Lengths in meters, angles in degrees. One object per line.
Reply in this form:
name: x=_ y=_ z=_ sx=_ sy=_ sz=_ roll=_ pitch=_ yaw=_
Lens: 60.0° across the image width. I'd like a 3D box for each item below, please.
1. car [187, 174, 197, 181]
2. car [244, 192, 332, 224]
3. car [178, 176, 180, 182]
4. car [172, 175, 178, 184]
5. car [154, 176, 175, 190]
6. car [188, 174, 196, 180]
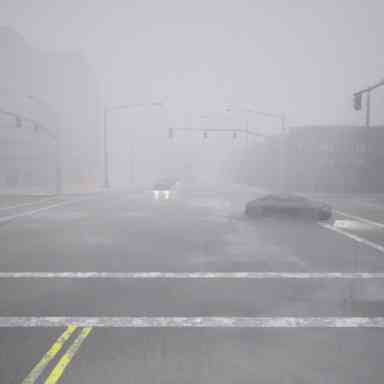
car: x=0.007 y=-2.993 z=70.931 sx=1.994 sy=1.385 sz=4.181 roll=0 pitch=4 yaw=0
car: x=4.738 y=0.707 z=16.650 sx=4.181 sy=1.385 sz=1.994 roll=2 pitch=5 yaw=26
car: x=-3.494 y=-2.814 z=69.108 sx=1.895 sy=1.301 sz=4.718 roll=0 pitch=4 yaw=0
car: x=-3.588 y=-1.774 z=52.290 sx=1.837 sy=1.490 sz=4.892 roll=0 pitch=5 yaw=0
car: x=-3.594 y=-0.976 z=41.457 sx=1.994 sy=1.385 sz=4.181 roll=0 pitch=4 yaw=0
car: x=0.008 y=-3.722 z=80.758 sx=2.033 sy=1.411 sz=5.357 roll=0 pitch=4 yaw=0
